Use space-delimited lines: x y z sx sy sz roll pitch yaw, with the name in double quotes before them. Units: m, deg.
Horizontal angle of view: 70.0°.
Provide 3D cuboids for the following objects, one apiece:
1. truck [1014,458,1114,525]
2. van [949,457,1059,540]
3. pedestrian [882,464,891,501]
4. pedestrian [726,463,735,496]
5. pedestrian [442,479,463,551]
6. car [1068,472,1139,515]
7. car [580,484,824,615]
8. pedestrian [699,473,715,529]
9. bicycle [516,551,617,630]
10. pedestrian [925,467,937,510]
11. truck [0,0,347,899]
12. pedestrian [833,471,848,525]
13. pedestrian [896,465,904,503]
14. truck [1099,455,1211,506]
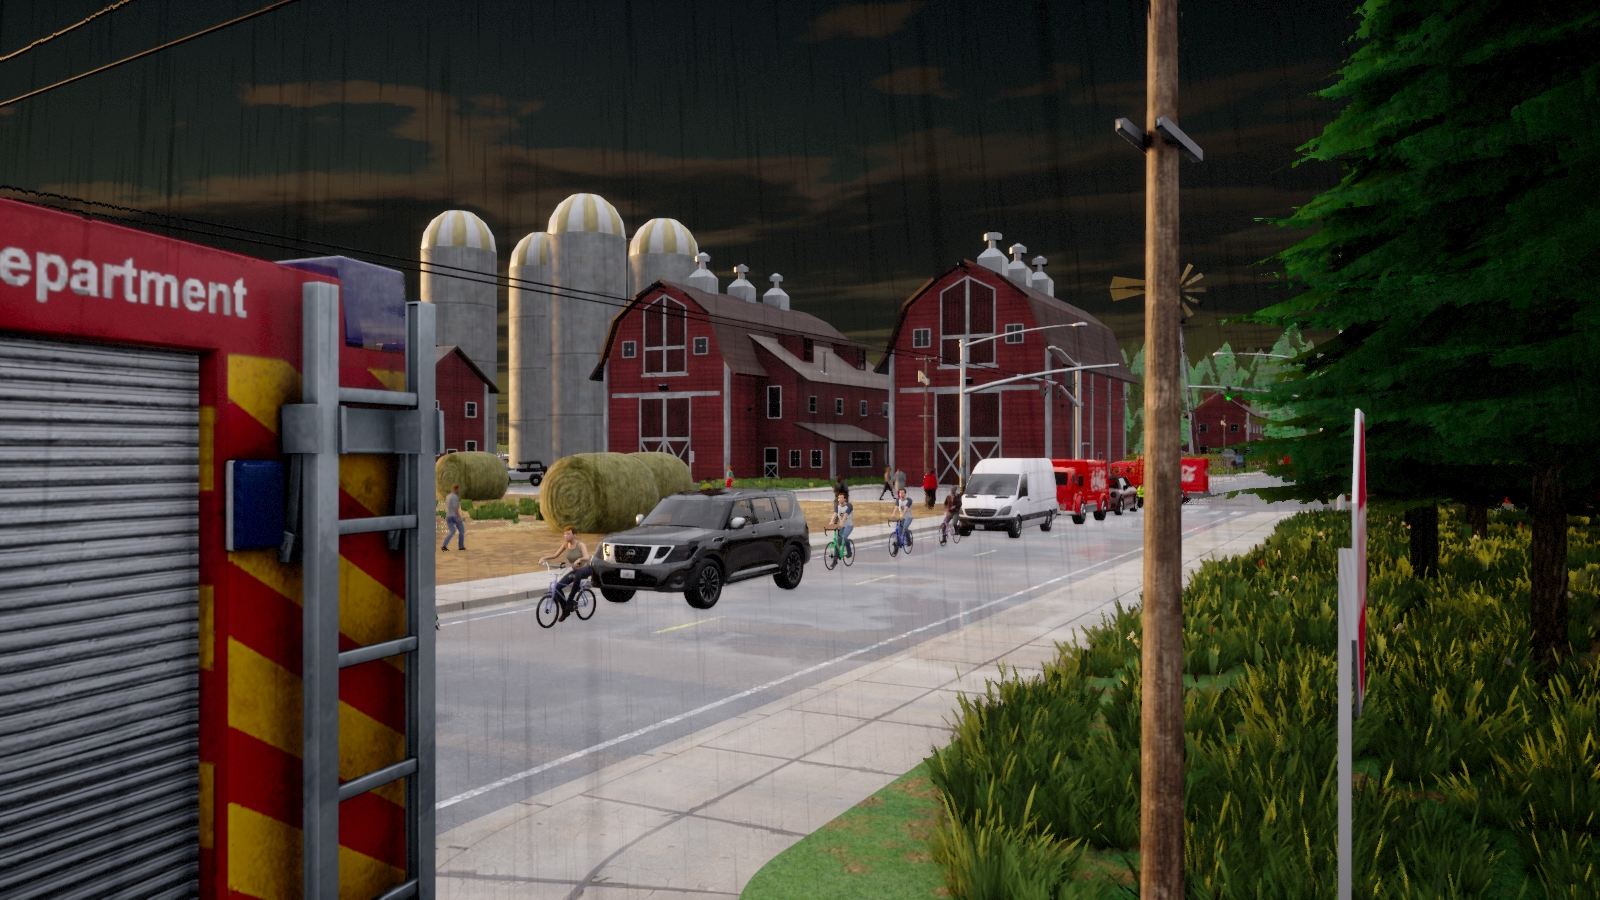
"truck" 10.553 1.568 45.368 2.627 2.467 5.204 0 0 28
"van" 7.064 1.534 38.941 1.988 2.561 5.915 0 0 28
"pedestrian" 4.471 1.668 58.936 0.375 1.860 0.375 0 0 15
"pedestrian" -3.913 1.670 64.233 0.375 1.860 0.375 0 0 25
"pedestrian" -9.081 1.682 29.848 0.375 1.860 0.375 0 0 37
"car" 13.652 1.903 51.216 2.097 1.767 4.553 0 0 28
"car" -1.714 1.779 22.419 2.150 2.045 5.566 0 0 27
"pedestrian" -3.091 1.681 37.807 0.375 1.860 0.375 0 0 34
"bicycle" -3.782 2.256 18.571 0.859 1.080 1.487 0 0 28
"pedestrian" 5.726 1.675 50.024 0.375 1.860 0.375 0 0 39
"truck" -5.963 0.867 3.808 8.468 3.827 2.891 0 0 20
"pedestrian" 1.433 1.684 40.319 0.375 1.860 0.375 0 0 28
"pedestrian" 4.941 1.671 56.597 0.375 1.860 0.375 0 0 4
"truck" 18.607 1.563 59.909 5.204 2.467 2.627 1 0 27
